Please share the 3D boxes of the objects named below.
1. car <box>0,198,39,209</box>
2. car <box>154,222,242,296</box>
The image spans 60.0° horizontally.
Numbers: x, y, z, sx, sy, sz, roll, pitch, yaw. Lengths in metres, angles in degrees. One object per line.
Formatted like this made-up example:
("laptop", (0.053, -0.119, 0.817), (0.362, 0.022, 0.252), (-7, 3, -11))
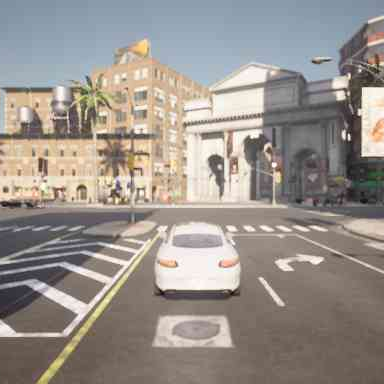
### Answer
("car", (-21.632, 1.422, 40.974), (4.718, 1.301, 1.895), (0, 0, 1))
("car", (0.113, 1.488, 8.439), (1.812, 1.442, 4.674), (0, 0, 0))
